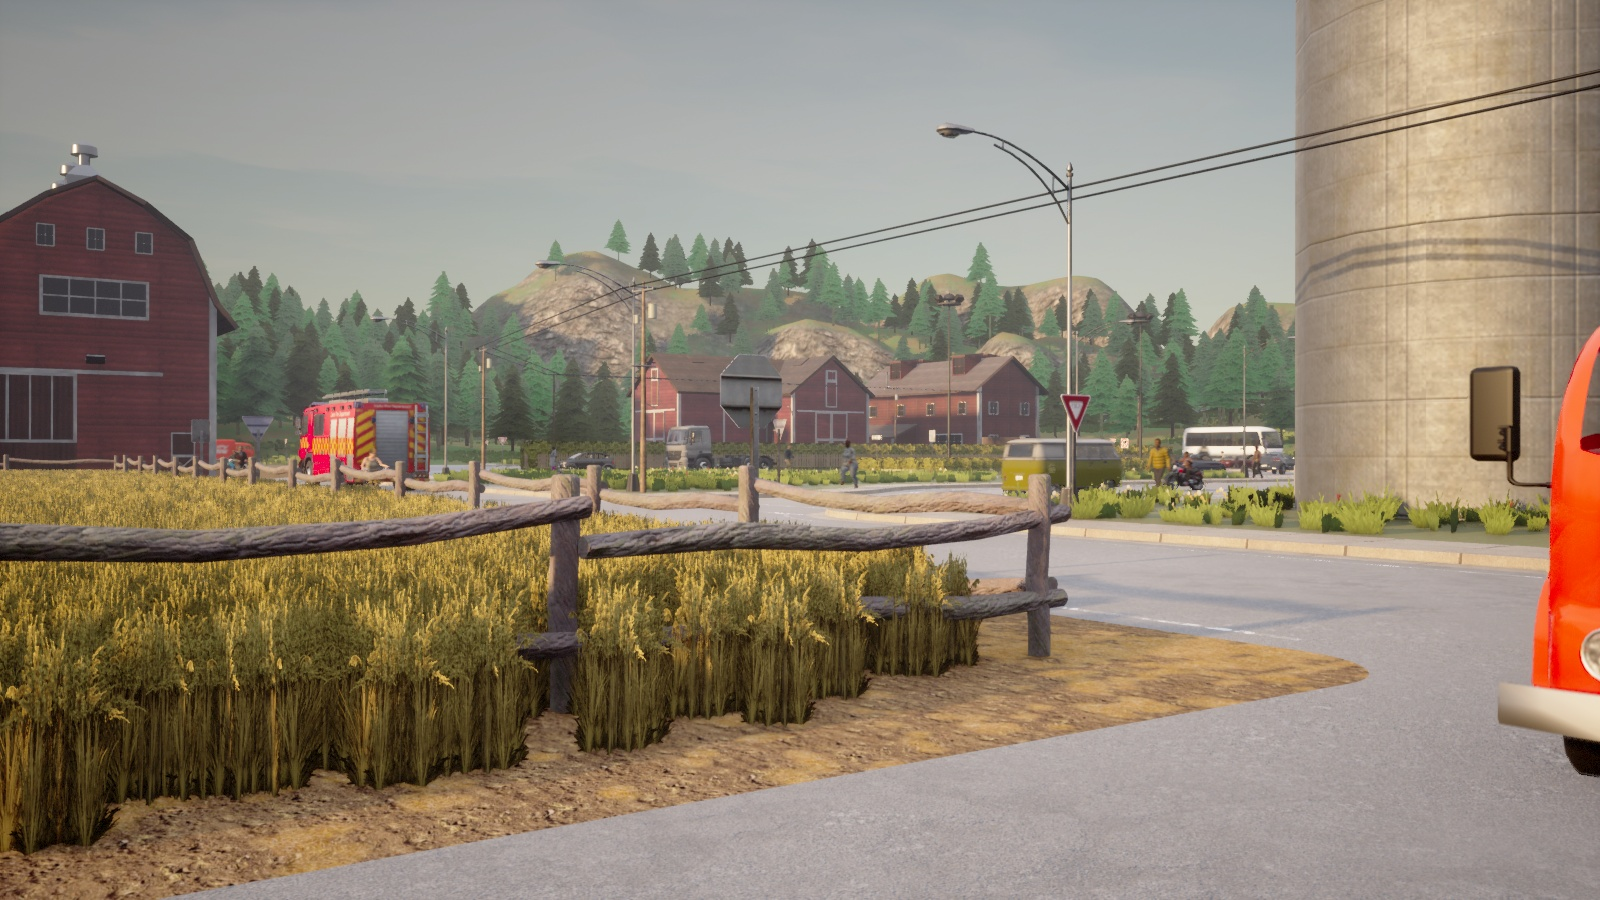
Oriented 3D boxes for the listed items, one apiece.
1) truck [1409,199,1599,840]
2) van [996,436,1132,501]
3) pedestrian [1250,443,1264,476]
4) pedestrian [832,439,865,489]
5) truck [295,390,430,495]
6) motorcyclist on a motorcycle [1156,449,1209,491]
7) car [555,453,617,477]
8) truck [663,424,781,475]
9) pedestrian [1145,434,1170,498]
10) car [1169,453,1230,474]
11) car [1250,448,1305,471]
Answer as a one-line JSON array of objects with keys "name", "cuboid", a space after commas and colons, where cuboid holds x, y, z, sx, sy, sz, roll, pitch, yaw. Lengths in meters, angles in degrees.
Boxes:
[{"name": "truck", "cuboid": [5.456, 0.260, 6.044, 5.204, 2.467, 2.627, 0, 0, -40]}, {"name": "van", "cuboid": [8.596, 0.579, 40.757, 4.442, 1.987, 1.775, 0, 0, -36]}, {"name": "pedestrian", "cuboid": [24.739, 0.514, 67.987, 0.869, 1.805, 0.328, 0, 0, -37]}, {"name": "pedestrian", "cuboid": [1.814, 0.511, 47.062, 0.874, 1.855, 0.900, 0, 0, 45]}, {"name": "truck", "cuboid": [-17.578, -0.260, 50.033, 2.891, 3.827, 8.468, 0, 0, -35]}, {"name": "motorcyclist on a motorcycle", "cuboid": [15.182, 0.785, 49.822, 2.350, 1.649, 0.766, 0, 0, -36]}, {"name": "car", "cuboid": [-14.113, 0.955, 82.858, 3.705, 1.549, 1.789, 0, 0, -27]}, {"name": "truck", "cuboid": [-5.468, -0.009, 88.553, 7.936, 3.462, 2.891, 0, 0, -35]}, {"name": "pedestrian", "cuboid": [10.467, 0.468, 36.733, 0.431, 1.840, 0.709, 0, 0, 42]}, {"name": "car", "cuboid": [27.463, 0.911, 86.303, 4.193, 1.474, 1.816, 0, 0, -35]}, {"name": "car", "cuboid": [35.280, 0.675, 92.758, 2.152, 1.651, 5.027, 0, 0, 42]}]
